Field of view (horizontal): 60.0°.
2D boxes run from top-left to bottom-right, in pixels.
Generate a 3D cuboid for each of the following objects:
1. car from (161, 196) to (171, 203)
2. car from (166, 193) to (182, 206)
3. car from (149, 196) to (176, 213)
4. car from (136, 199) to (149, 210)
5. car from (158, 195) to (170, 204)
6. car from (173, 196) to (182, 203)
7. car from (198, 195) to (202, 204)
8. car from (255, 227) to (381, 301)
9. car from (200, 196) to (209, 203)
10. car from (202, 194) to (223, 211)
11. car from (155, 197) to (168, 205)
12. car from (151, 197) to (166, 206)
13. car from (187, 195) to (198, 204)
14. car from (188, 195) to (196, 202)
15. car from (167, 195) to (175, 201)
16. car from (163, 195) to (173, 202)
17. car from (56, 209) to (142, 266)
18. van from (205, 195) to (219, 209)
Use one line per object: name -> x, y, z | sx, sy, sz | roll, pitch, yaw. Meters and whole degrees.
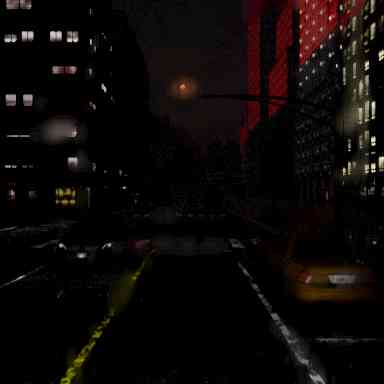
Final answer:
car -> -5.700, 1.647, 73.660 | 1.802, 1.307, 4.206 | 0, 0, 0
car -> -3.097, 1.258, 55.611 | 2.150, 2.045, 5.566 | 0, 0, 0
car -> -3.148, 1.491, 36.637 | 1.882, 1.535, 5.008 | 0, 0, 2
car -> -5.697, 1.567, 40.500 | 2.008, 1.369, 4.403 | 0, 0, 0
car -> -5.700, 1.496, 68.134 | 1.967, 1.590, 4.097 | 0, 0, 0
car -> -3.006, 1.553, 70.580 | 1.837, 1.490, 4.892 | 0, 0, 0
car -> 2.680, 1.361, 62.607 | 2.192, 1.841, 5.009 | 0, 0, 0
car -> 2.685, 1.526, 8.258 | 1.752, 1.417, 4.829 | 0, 0, 0
car -> 2.680, 1.610, 73.661 | 1.887, 1.381, 4.507 | 0, 0, 0
car -> 2.682, 1.331, 40.501 | 2.192, 1.841, 5.009 | 0, 0, 0
car -> -5.699, 1.591, 62.606 | 1.887, 1.381, 4.507 | 0, 0, 0
car -> -5.699, 1.588, 57.080 | 2.008, 1.369, 4.403 | 0, 0, 0
car -> 0.096, 1.572, 62.994 | 1.812, 1.442, 4.674 | 0, 0, 0
car -> -0.006, 1.577, 80.075 | 1.837, 1.490, 4.892 | 0, 0, 0
car -> -5.701, 1.623, 90.070 | 1.752, 1.417, 4.829 | 0, 0, 0
car -> -5.701, 1.516, 79.187 | 1.967, 1.590, 4.097 | 0, 0, 0
car -> -3.105, 1.528, 11.682 | 1.812, 1.442, 4.674 | 0, 0, 0
van -> 2.681, 1.363, 46.027 | 1.690, 1.788, 3.998 | 0, 0, 0
